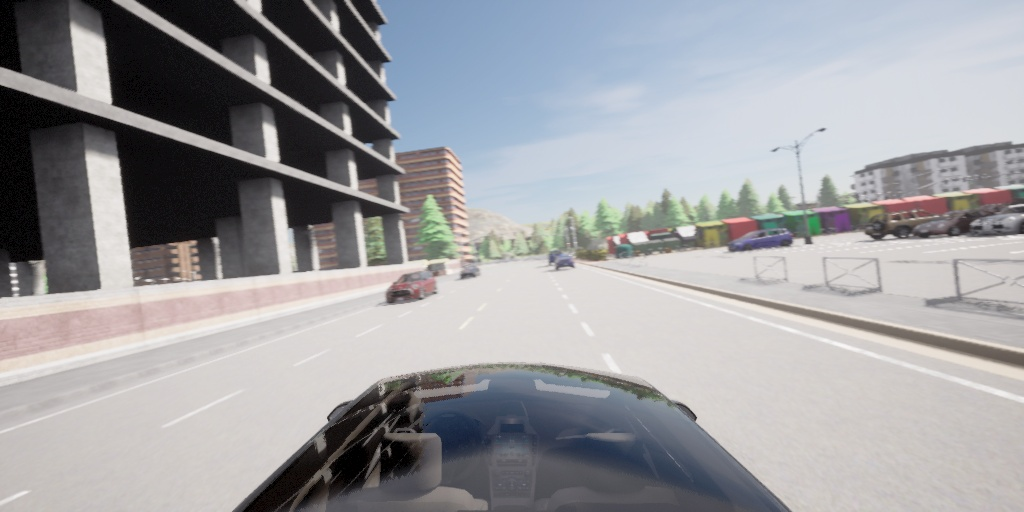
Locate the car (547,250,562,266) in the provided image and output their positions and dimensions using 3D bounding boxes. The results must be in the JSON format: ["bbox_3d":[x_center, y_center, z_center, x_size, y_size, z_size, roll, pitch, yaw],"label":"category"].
[{"bbox_3d":[6.265,0.213,51.274,2.150,2.045,5.566,-7,0,4],"label":"car"}]

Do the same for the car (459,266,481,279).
[{"bbox_3d":[-4.793,1.863,42.049,2.033,1.411,5.357,-7,0,4],"label":"car"}]

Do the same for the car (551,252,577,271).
[{"bbox_3d":[5.378,0.625,36.959,1.812,1.442,4.674,-7,0,4],"label":"car"}]

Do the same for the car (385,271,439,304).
[{"bbox_3d":[-6.185,1.820,22.418,2.097,1.767,4.553,-7,0,4],"label":"car"}]
